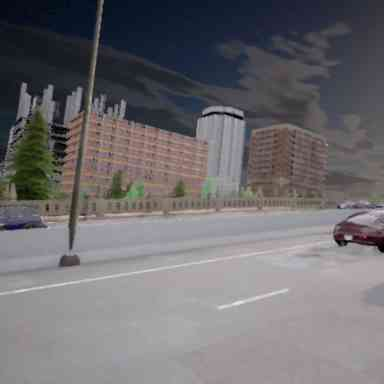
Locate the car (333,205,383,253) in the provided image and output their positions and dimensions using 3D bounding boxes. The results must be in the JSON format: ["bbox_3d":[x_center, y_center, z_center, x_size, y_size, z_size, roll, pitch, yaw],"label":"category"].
[{"bbox_3d":[7.567,1.474,13.440,4.674,1.442,1.812,0,0,-35],"label":"car"}]

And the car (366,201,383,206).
[{"bbox_3d":[21.376,1.641,36.417,4.181,1.385,1.994,3,-2,-36],"label":"car"}]

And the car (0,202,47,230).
[{"bbox_3d":[-8.976,1.348,14.785,4.553,1.767,2.097,0,0,-35],"label":"car"}]

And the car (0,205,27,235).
[{"bbox_3d":[-11.347,1.523,17.393,4.674,1.442,1.812,0,0,-35],"label":"car"}]

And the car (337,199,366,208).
[{"bbox_3d":[19.018,1.553,39.034,4.902,1.511,2.128,3,-1,-36],"label":"car"}]

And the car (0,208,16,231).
[{"bbox_3d":[-8.704,1.481,10.680,5.008,1.535,1.882,0,0,-35],"label":"car"}]
